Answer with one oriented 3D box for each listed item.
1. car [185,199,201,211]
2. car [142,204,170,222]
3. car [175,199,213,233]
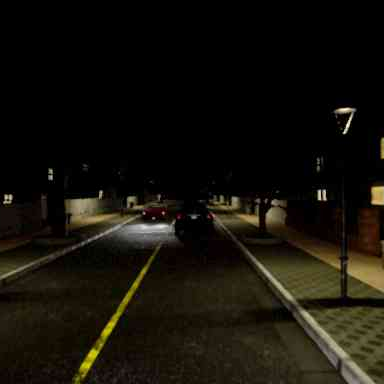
[{"bbox_3d":[0.123,1.620,42.958,1.994,1.385,4.181,0,0,0],"label":"car"},{"bbox_3d":[-2.834,1.634,26.839,1.895,1.301,4.718,0,0,0],"label":"car"},{"bbox_3d":[0.110,1.376,19.807,2.097,1.767,4.553,0,0,0],"label":"car"}]
